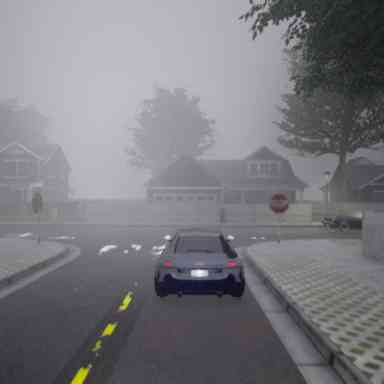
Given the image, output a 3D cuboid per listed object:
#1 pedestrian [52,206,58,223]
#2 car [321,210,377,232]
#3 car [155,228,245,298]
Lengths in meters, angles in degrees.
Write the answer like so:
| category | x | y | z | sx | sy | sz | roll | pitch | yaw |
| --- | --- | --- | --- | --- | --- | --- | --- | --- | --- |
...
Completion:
| category | x | y | z | sx | sy | sz | roll | pitch | yaw |
| --- | --- | --- | --- | --- | --- | --- | --- | --- | --- |
| pedestrian | -9.788 | 1.543 | 23.769 | 0.375 | 1.300 | 0.375 | 0 | 0 | -1 |
| car | 10.782 | 1.813 | 21.086 | 4.718 | 1.301 | 1.895 | 0 | 0 | -1 |
| car | 0.189 | 1.638 | 8.762 | 1.994 | 1.385 | 4.181 | 0 | 0 | 1 |
